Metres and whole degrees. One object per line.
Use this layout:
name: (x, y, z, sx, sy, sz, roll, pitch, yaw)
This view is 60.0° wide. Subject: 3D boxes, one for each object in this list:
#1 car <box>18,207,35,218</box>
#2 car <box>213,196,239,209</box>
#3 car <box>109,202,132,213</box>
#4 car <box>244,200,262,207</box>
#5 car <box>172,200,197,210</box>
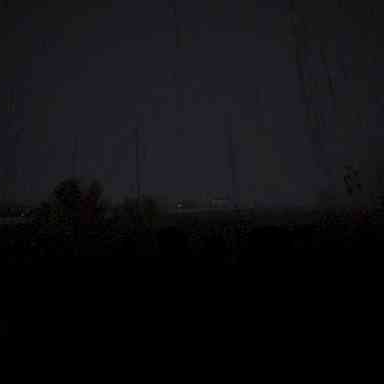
car: (-14.505, 1.816, 33.618, 2.033, 1.411, 5.357, -1, -1, 36)
car: (5.643, 1.750, 55.346, 2.150, 2.045, 5.566, -1, -1, 38)
car: (-8.414, 1.930, 42.061, 2.033, 1.411, 5.357, -1, -1, 37)
car: (11.858, 2.248, 64.056, 1.895, 1.301, 4.718, -1, -1, 36)
car: (-1.071, 2.025, 52.239, 1.837, 1.490, 4.892, -1, -1, 36)
